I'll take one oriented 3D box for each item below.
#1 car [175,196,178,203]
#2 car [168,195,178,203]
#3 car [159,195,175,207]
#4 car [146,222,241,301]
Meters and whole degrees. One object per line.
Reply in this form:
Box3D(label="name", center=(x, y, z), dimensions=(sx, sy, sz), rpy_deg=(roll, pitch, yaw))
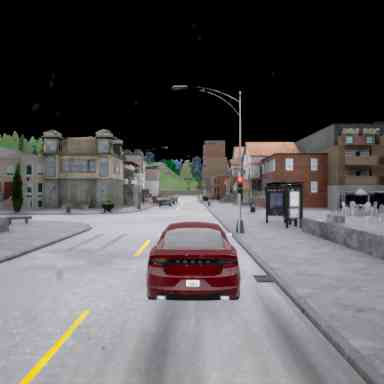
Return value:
Box3D(label="car", center=(-4.073, 1.620, 61.288), dimensions=(1.895, 1.301, 4.718), rpy_deg=(0, 0, 0))
Box3D(label="car", center=(-4.017, 1.523, 71.656), dimensions=(1.837, 1.490, 4.892), rpy_deg=(0, 0, 0))
Box3D(label="car", center=(-4.112, 1.521, 51.983), dimensions=(1.837, 1.490, 4.892), rpy_deg=(0, 0, 0))
Box3D(label="car", center=(0.048, 1.480, 8.411), dimensions=(1.882, 1.535, 5.008), rpy_deg=(0, 0, 1))
